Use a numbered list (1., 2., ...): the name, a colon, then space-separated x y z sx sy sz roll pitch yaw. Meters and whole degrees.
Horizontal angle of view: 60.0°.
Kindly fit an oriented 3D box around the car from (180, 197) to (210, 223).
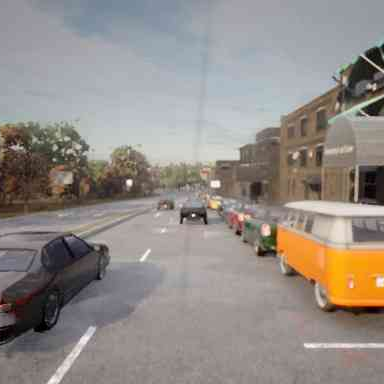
1. car: 0.102 1.402 24.659 1.882 1.535 5.008 0 0 0

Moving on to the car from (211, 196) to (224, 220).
1. car: 3.229 1.391 29.551 2.231 1.521 4.892 0 0 0

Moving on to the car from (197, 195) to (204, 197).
1. car: 0.107 1.419 41.990 2.033 1.411 5.357 0 0 0

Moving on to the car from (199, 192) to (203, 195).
1. car: 3.222 1.273 68.230 2.231 1.521 4.892 0 0 0

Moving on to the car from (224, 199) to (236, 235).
1. car: 3.228 1.298 18.601 2.185 1.767 4.553 0 0 0

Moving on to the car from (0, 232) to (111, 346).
1. car: -3.149 1.526 6.722 2.033 1.411 5.357 0 0 0

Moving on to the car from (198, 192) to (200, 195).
1. car: 3.217 1.004 73.913 2.435 2.045 5.566 0 0 0

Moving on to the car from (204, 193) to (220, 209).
1. car: 3.233 1.319 51.846 1.946 1.575 5.366 0 0 0

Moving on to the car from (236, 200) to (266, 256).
1. car: 3.227 1.314 13.076 2.185 1.767 4.553 0 0 0

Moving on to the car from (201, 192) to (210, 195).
1. car: 3.224 1.290 62.704 2.231 1.521 4.892 0 0 0

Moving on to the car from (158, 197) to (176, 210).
1. car: -3.144 1.379 41.503 1.837 1.490 4.892 0 0 0

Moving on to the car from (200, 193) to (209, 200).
1. car: 3.209 1.096 84.904 2.185 1.767 4.553 0 0 0

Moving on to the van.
1. van: 3.226 1.230 7.698 1.878 1.987 4.442 0 0 0
